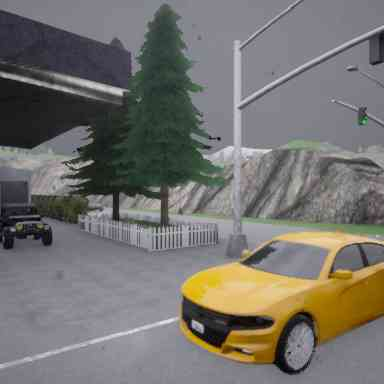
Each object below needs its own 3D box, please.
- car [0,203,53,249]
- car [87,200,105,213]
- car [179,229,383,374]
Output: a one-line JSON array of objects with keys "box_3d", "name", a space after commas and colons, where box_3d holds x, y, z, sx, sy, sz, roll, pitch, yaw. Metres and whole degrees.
[{"box_3d": [-8.041, 1.505, 15.808, 1.905, 1.878, 3.866, 0, 0, -37], "name": "car"}, {"box_3d": [-12.487, 1.739, 40.651, 2.033, 1.411, 5.357, 0, 0, -37], "name": "car"}, {"box_3d": [2.102, 1.474, 5.793, 5.008, 1.535, 1.882, 0, 0, -36], "name": "car"}]
